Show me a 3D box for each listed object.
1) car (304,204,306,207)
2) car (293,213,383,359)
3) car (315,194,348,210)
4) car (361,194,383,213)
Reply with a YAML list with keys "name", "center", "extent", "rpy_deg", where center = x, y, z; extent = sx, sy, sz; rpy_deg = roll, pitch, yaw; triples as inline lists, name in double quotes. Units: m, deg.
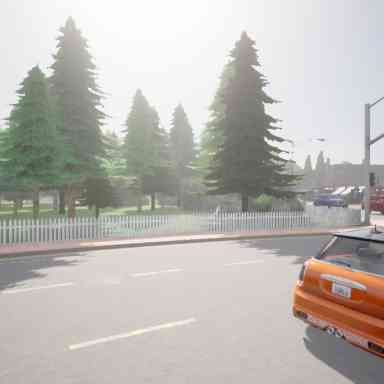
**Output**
- name: "car"
  center: [16.654, 1.581, 53.661]
  extent: [1.812, 1.442, 4.674]
  rpy_deg: [0, 0, -7]
- name: "car"
  center: [3.939, 1.352, 5.443]
  extent: [4.553, 1.767, 2.097]
  rpy_deg: [0, 0, -26]
- name: "car"
  center: [17.999, 1.277, 43.463]
  extent: [2.150, 2.045, 5.566]
  rpy_deg: [0, 0, -8]
- name: "car"
  center: [19.364, 1.277, 33.197]
  extent: [2.150, 2.045, 5.566]
  rpy_deg: [0, 0, -8]
